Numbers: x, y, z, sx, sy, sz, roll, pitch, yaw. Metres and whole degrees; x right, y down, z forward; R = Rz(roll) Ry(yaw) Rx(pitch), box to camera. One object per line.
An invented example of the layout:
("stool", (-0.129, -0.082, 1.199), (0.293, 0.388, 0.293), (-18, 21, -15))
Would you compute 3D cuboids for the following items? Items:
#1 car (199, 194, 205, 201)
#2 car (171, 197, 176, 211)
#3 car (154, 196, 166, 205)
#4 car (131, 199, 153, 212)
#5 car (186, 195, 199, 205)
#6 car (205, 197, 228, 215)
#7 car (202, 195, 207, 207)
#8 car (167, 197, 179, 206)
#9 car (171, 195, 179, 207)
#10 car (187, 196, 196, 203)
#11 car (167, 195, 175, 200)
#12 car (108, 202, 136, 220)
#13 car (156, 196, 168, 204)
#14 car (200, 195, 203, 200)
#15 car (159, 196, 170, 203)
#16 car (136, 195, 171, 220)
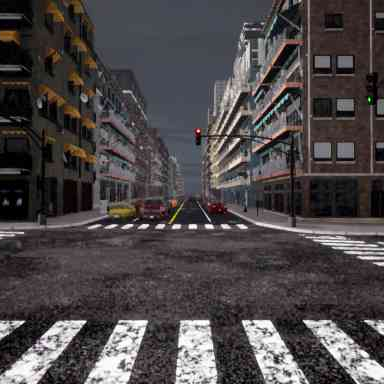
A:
("car", (2.732, 1.380, 81.851), (2.097, 1.767, 4.553), (0, 0, 0))
("car", (-3.224, 1.557, 37.576), (2.033, 1.411, 5.357), (0, 0, 0))
("car", (-5.883, 1.543, 60.972), (1.752, 1.417, 4.829), (1, 0, 0))
("car", (-5.811, 1.554, 39.048), (1.887, 1.381, 4.507), (1, 0, 0))
("car", (-0.097, 1.522, 59.798), (1.837, 1.490, 4.892), (0, 0, 0))
("car", (2.588, 1.553, 33.538), (1.887, 1.381, 4.507), (1, 0, 0))
("car", (2.571, 1.450, 39.062), (1.967, 1.590, 4.097), (1, 0, 0))
("car", (-3.249, 1.617, 57.224), (1.895, 1.301, 4.718), (0, 0, 0))
("car", (-3.246, 1.365, 47.366), (2.097, 1.767, 4.553), (0, 0, 0))
("car", (-0.151, 1.623, 70.025), (1.895, 1.301, 4.718), (0, 0, 0))
("car", (-5.992, 1.587, 94.282), (2.008, 1.369, 4.403), (1, 0, 0))
("car", (-5.773, 1.532, 27.831), (1.752, 1.417, 4.829), (1, 0, 0))
("car", (-5.902, 1.572, 66.665), (2.008, 1.369, 4.403), (1, 0, 0))
("car", (2.533, 1.596, 50.108), (1.802, 1.307, 4.206), (1, 0, 0))
("car", (-5.920, 1.568, 72.189), (1.887, 1.381, 4.507), (1, 0, 0))
("car", (-3.166, 1.359, 28.084), (2.097, 1.767, 4.553), (0, 0, -1))
